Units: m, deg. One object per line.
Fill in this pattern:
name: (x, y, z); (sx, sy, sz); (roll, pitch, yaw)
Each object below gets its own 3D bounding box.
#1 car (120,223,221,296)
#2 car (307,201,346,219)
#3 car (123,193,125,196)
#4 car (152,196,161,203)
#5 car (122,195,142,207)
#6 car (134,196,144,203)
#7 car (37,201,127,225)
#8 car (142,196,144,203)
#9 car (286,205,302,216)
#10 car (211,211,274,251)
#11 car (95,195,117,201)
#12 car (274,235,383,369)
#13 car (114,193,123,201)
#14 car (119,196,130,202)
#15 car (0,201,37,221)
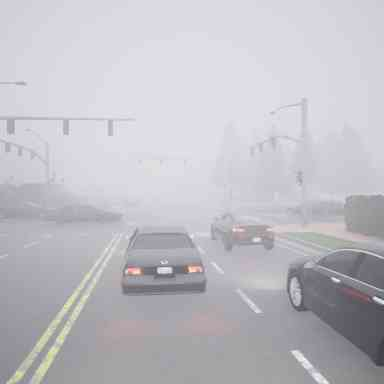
car: (-0.830, 1.547, 8.858); (2.033, 1.411, 5.357); (0, 0, -7)
car: (12.571, 1.491, 28.791); (4.902, 1.511, 2.128); (0, 0, -5)
car: (-13.911, 1.222, 63.625); (2.150, 2.045, 5.566); (0, 0, -6)
car: (-7.470, 1.560, 70.176); (1.994, 1.385, 4.181); (0, 0, -6)
car: (-8.994, 1.526, 50.262); (1.812, 1.442, 4.674); (0, 0, -6)
car: (-10.995, 1.524, 69.584); (1.812, 1.442, 4.674); (0, 0, -6)
car: (-7.639, 1.547, 23.598); (5.357, 1.411, 2.033); (0, 0, -5)
car: (-9.966, 1.478, 59.437); (1.882, 1.535, 5.008); (0, 0, -6)
car: (12.086, 1.547, 32.464); (5.357, 1.411, 2.033); (0, 0, -5)
car: (2.016, 1.526, 14.118); (1.812, 1.442, 4.674); (0, 0, -7)
car: (-12.014, 1.491, 44.872); (2.128, 1.511, 4.902); (0, 0, -4)
car: (2.985, 1.505, 4.923); (1.837, 1.490, 4.892); (0, 0, -5)
car: (-12.917, 1.352, 54.031); (2.097, 1.767, 4.553); (0, 0, -6)
car: (-15.007, 1.540, 74.110); (2.033, 1.411, 5.357); (0, 0, -6)
car: (-13.409, 1.477, 26.631); (5.008, 1.535, 1.882); (0, 0, -5)
